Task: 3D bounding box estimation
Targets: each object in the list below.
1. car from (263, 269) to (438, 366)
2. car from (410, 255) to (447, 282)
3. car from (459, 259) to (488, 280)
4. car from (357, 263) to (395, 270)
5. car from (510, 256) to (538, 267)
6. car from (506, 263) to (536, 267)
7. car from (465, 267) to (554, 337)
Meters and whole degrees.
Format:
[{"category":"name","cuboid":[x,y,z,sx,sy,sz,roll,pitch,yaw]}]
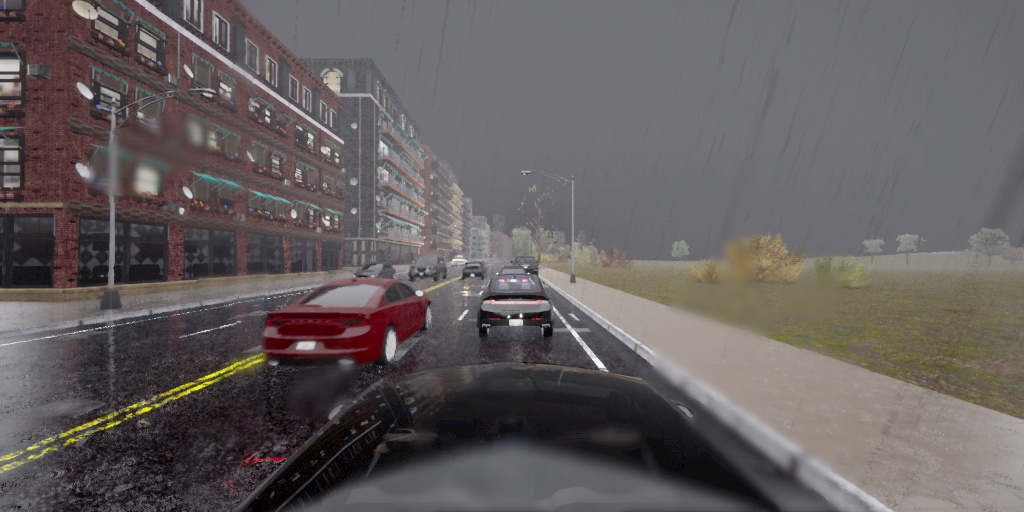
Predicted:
[{"category":"car","cuboid":[-3.165,1.229,7.998,1.882,1.535,5.008,0,0,0]},{"category":"car","cuboid":[-6.664,0.975,29.042,2.150,2.045,5.566,0,0,0]},{"category":"car","cuboid":[-3.219,1.261,31.505,1.837,1.490,4.892,0,1,0]},{"category":"car","cuboid":[-9.908,1.258,26.174,1.837,1.490,4.892,0,0,0]},{"category":"car","cuboid":[1.069,0.979,30.924,2.150,2.045,5.566,0,0,0]},{"category":"car","cuboid":[0.060,1.301,20.712,2.033,1.411,5.357,0,0,0]},{"category":"car","cuboid":[0.081,1.243,10.272,2.128,1.511,4.902,0,0,0]}]
